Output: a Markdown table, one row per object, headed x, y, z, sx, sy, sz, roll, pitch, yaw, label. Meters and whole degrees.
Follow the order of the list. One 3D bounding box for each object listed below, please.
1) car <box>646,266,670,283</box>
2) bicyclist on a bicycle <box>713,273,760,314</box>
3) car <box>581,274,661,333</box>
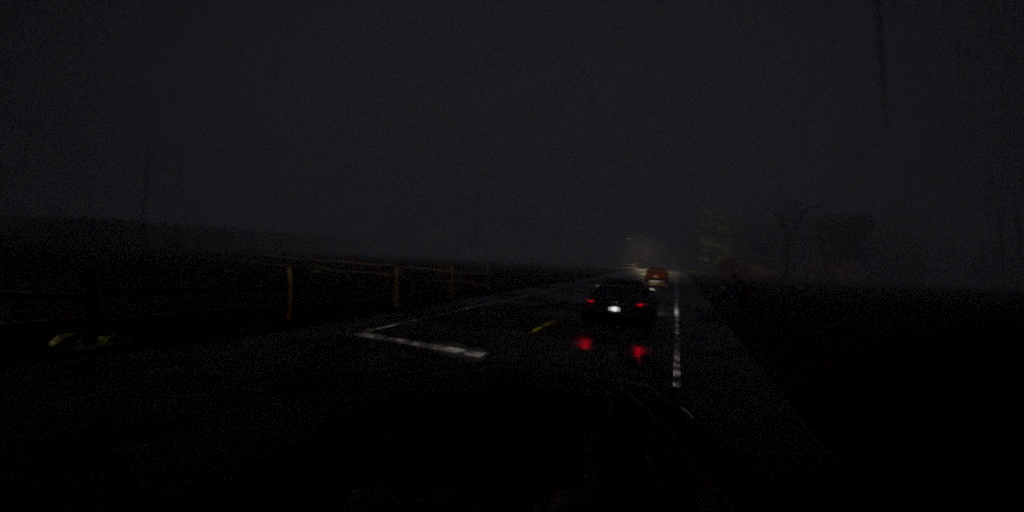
| x | y | z | sx | sy | sz | roll | pitch | yaw | label |
| --- | --- | --- | --- | --- | --- | --- | --- | --- | --- |
| 13.957 | 1.702 | 34.417 | 1.882 | 1.535 | 5.008 | 2 | 0 | 25 | car |
| 9.245 | 1.539 | 14.740 | 1.656 | 1.620 | 0.582 | 3 | 0 | 25 | bicyclist on a bicycle |
| 3.576 | 1.436 | 11.554 | 1.994 | 1.385 | 4.181 | 2 | 0 | 24 | car |
